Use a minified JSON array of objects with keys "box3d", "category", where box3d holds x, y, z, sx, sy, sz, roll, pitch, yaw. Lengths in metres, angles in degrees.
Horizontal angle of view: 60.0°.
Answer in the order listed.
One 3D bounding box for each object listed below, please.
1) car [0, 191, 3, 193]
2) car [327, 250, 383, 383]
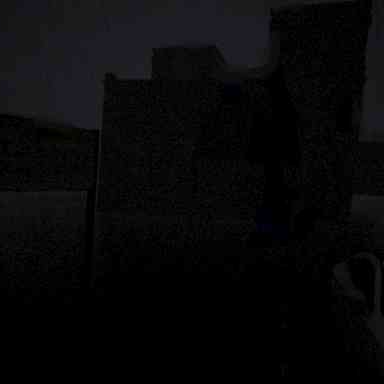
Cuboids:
[{"box3d":[-21.759,-0.880,33.830,2.150,2.045,5.566,5,4,16],"category":"car"},{"box3d":[2.789,1.512,3.944,2.002,1.452,4.674,1,0,15],"category":"car"}]
